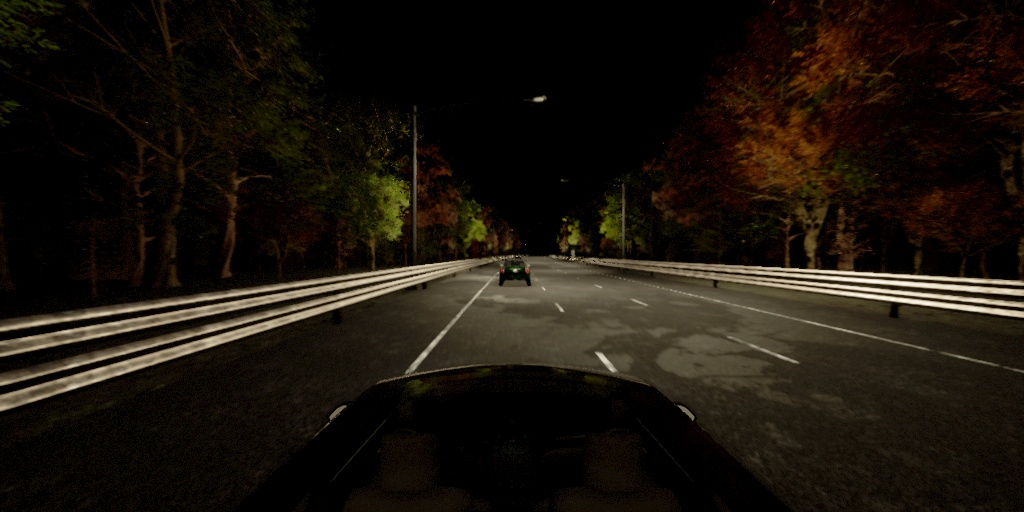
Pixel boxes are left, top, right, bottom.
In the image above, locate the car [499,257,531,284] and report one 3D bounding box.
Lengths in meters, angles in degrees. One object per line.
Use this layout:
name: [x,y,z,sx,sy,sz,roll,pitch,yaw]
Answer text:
car: [0.214,0.960,24.942,2.097,1.767,4.553,0,0,1]
